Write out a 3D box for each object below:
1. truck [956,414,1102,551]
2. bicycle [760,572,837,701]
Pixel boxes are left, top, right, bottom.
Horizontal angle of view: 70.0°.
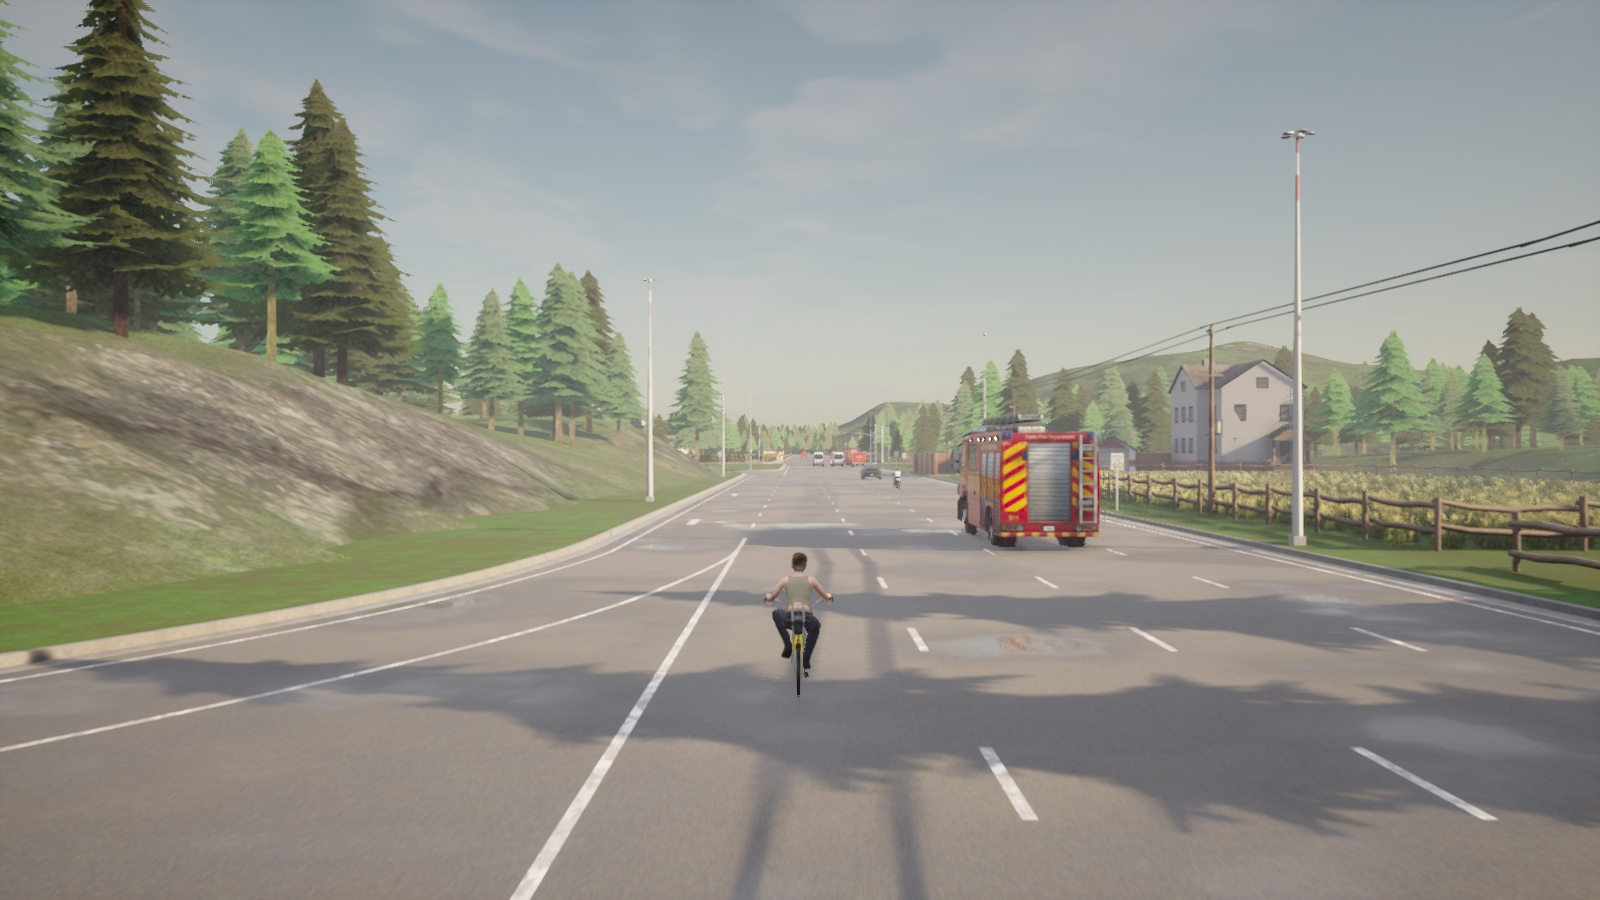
[{"bbox_3d":[6.983,0.917,36.161,2.891,3.827,8.468,0,0,0],"label":"truck"},{"bbox_3d":[-0.016,2.168,13.535,0.859,1.276,1.487,0,0,0],"label":"bicycle"}]
